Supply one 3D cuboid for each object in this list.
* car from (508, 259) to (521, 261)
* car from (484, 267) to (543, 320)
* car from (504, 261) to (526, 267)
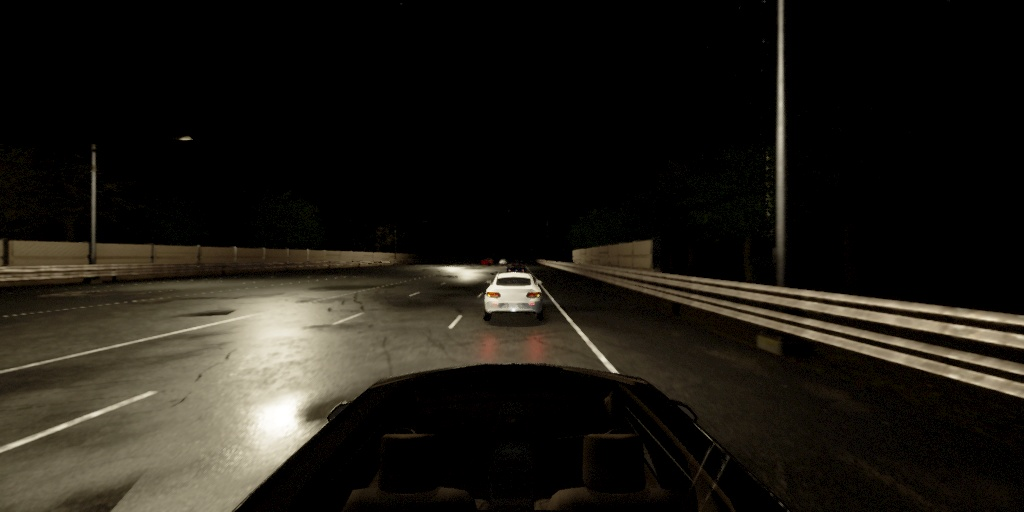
[{"bbox_3d":[0.846,1.454,59.739,1.994,1.385,4.181,0,0,1],"label":"car"},{"bbox_3d":[0.067,1.272,12.500,1.812,1.442,4.674,0,0,1],"label":"car"},{"bbox_3d":[0.425,1.389,35.417,1.895,1.301,4.718,0,0,1],"label":"car"}]
